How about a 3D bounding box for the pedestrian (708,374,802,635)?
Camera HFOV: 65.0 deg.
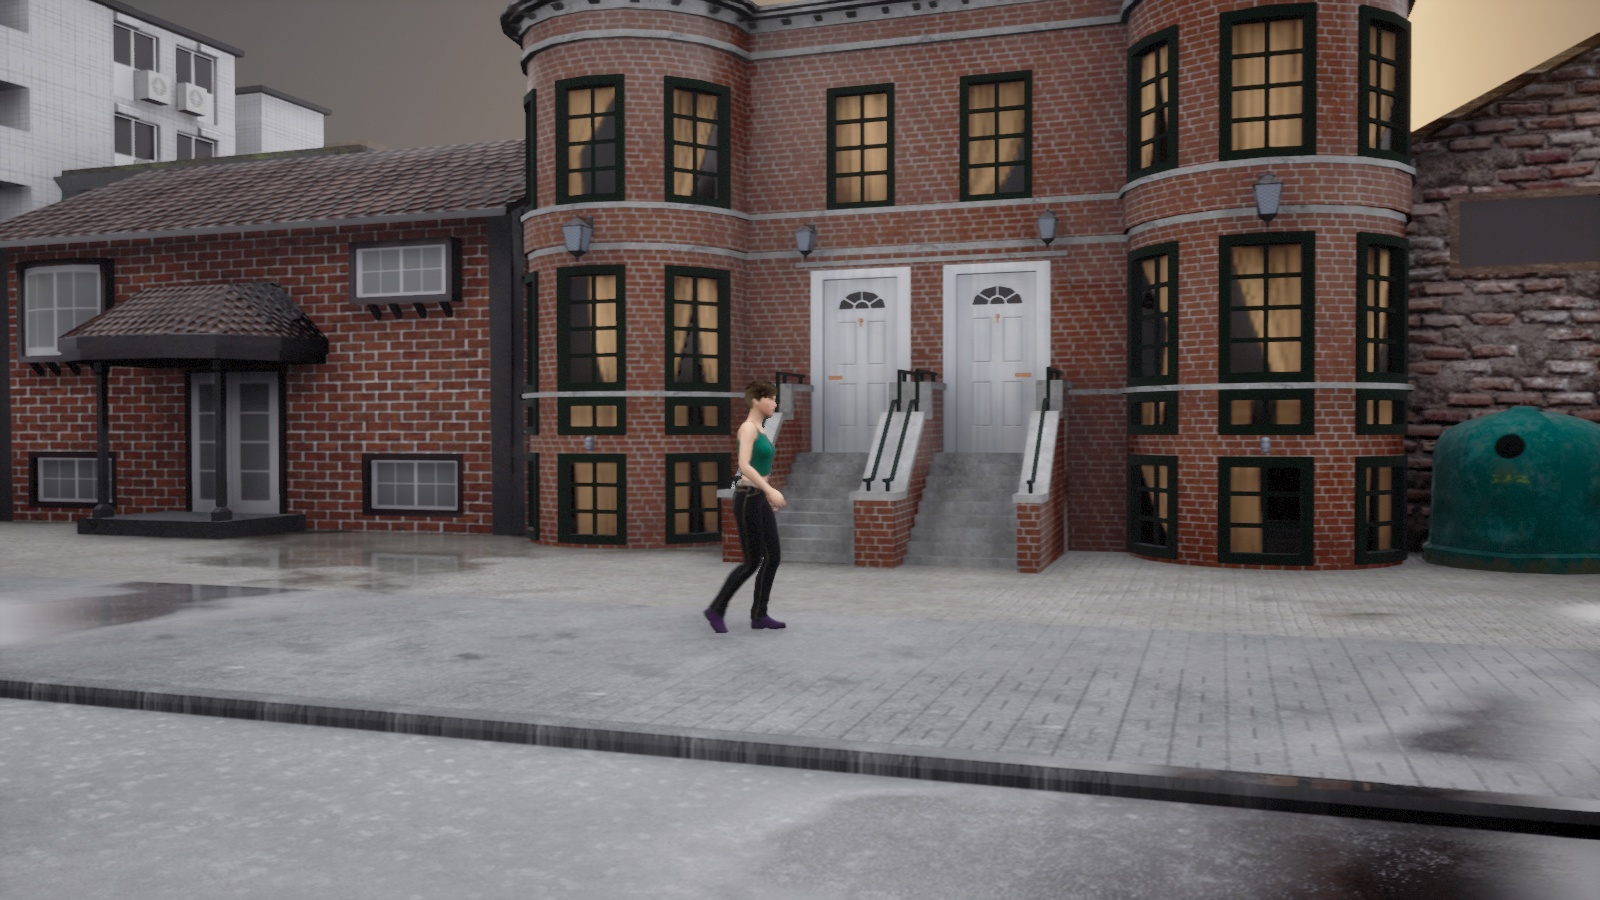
[{"bbox_3d":[-0.320,0.377,9.075,0.594,1.836,0.345,1,1,16],"label":"pedestrian"}]
